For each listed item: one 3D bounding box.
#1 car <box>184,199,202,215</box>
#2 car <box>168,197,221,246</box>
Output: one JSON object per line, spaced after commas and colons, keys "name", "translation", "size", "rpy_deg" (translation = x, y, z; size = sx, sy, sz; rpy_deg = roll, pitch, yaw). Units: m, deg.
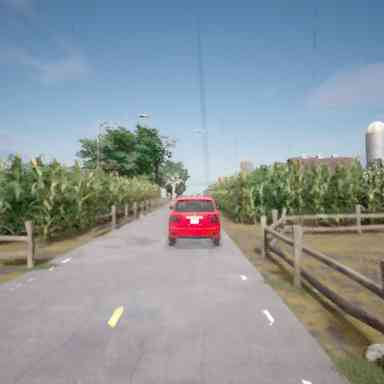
{"name": "car", "translation": [0.093, 1.545, 36.061], "size": [1.837, 1.490, 4.892], "rpy_deg": [0, 0, 0]}
{"name": "car", "translation": [0.099, 1.237, 15.562], "size": [2.150, 2.045, 5.566], "rpy_deg": [0, 0, 0]}
